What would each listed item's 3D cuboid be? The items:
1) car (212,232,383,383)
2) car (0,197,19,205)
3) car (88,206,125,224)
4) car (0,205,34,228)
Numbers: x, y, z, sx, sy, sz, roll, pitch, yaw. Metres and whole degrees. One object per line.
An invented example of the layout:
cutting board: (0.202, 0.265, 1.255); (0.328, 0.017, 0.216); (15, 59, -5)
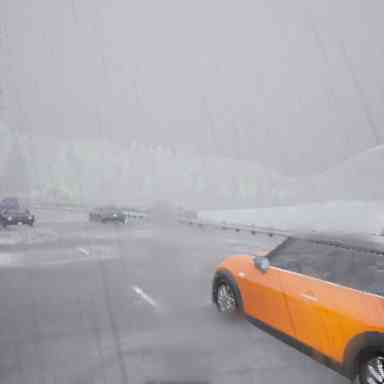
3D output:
car: (2.138, 1.397, 5.128); (2.097, 1.767, 4.553); (0, 0, -26)
car: (-24.748, 1.696, 44.162); (2.150, 2.045, 5.566); (1, -1, -44)
car: (-7.234, 1.843, 27.893); (1.994, 1.385, 4.181); (0, -1, -35)
car: (-13.079, 1.865, 24.538); (1.895, 1.301, 4.718); (0, -1, -36)
